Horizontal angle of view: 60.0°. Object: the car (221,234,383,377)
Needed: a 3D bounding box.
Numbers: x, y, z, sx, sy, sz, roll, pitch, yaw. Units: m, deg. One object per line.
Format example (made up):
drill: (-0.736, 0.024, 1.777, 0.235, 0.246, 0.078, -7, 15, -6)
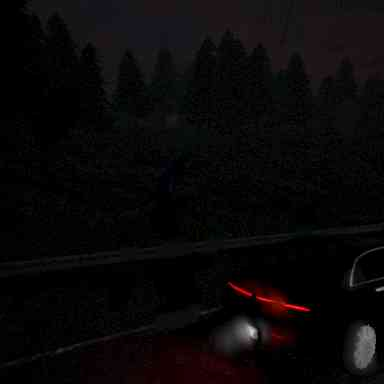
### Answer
car: (2.713, 1.473, 5.527, 4.892, 1.490, 1.837, 0, 0, -34)
